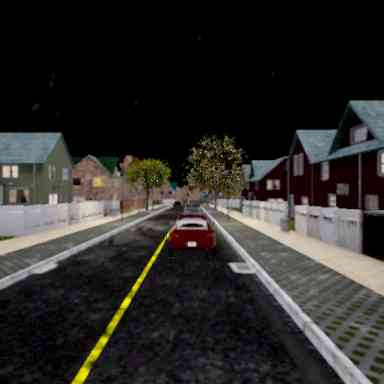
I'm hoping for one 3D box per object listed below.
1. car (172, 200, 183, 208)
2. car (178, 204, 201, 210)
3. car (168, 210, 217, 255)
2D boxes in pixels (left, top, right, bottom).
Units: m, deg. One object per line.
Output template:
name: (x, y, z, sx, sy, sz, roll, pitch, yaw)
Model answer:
car: (-2.779, 2.440, 64.985, 1.837, 1.490, 4.892, 0, -1, 1)
car: (0.011, 1.942, 28.248, 1.895, 1.301, 4.718, 0, -1, 0)
car: (0.020, 1.680, 13.897, 1.812, 1.442, 4.674, 0, 0, 0)
